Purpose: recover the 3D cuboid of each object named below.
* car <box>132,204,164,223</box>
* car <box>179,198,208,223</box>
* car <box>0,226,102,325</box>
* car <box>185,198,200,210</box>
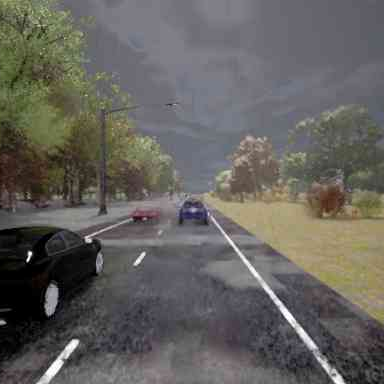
[{"bbox_3d":[-3.277,1.608,25.771,1.895,1.301,4.718,0,0,1],"label":"car"},{"bbox_3d":[0.096,1.358,25.539,2.097,1.767,4.553,0,0,0],"label":"car"},{"bbox_3d":[-3.404,1.480,7.269,1.882,1.535,5.008,0,0,0],"label":"car"},{"bbox_3d":[0.080,1.519,44.245,1.837,1.490,4.892,0,0,0],"label":"car"}]
